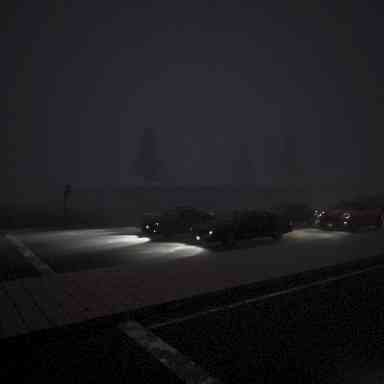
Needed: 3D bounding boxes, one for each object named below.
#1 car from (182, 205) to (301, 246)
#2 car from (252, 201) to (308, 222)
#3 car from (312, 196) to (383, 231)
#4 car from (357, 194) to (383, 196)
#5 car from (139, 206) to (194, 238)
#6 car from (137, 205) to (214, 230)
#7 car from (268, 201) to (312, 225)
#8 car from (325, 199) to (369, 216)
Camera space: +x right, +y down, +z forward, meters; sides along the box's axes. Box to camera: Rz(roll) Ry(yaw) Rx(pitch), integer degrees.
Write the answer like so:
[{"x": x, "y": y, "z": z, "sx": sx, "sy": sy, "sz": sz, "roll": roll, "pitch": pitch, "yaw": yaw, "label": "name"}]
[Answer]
[{"x": 2.428, "y": 1.547, "z": 15.493, "sx": 5.357, "sy": 1.411, "sz": 2.033, "roll": 0, "pitch": 0, "yaw": -35, "label": "car"}, {"x": 7.324, "y": 1.505, "z": 27.465, "sx": 4.892, "sy": 1.490, "sz": 1.837, "roll": 0, "pitch": 0, "yaw": -35, "label": "car"}, {"x": 9.902, "y": 1.352, "z": 20.716, "sx": 4.553, "sy": 1.767, "sz": 2.097, "roll": 0, "pitch": 0, "yaw": -35, "label": "car"}, {"x": 15.157, "y": 1.221, "z": 28.735, "sx": 5.566, "sy": 2.045, "sz": 2.150, "roll": 0, "pitch": 0, "yaw": -35, "label": "car"}, {"x": -0.582, "y": 1.564, "z": 17.650, "sx": 4.181, "sy": 1.385, "sz": 1.994, "roll": 0, "pitch": 0, "yaw": -35, "label": "car"}, {"x": -0.986, "y": 1.601, "z": 21.636, "sx": 4.718, "sy": 1.301, "sz": 1.895, "roll": 0, "pitch": 0, "yaw": -35, "label": "car"}, {"x": 6.539, "y": 1.505, "z": 22.633, "sx": 4.892, "sy": 1.490, "sz": 1.837, "roll": 0, "pitch": 0, "yaw": -35, "label": "car"}, {"x": 15.623, "y": 1.505, "z": 33.359, "sx": 4.892, "sy": 1.490, "sz": 1.837, "roll": 0, "pitch": 0, "yaw": -35, "label": "car"}]
